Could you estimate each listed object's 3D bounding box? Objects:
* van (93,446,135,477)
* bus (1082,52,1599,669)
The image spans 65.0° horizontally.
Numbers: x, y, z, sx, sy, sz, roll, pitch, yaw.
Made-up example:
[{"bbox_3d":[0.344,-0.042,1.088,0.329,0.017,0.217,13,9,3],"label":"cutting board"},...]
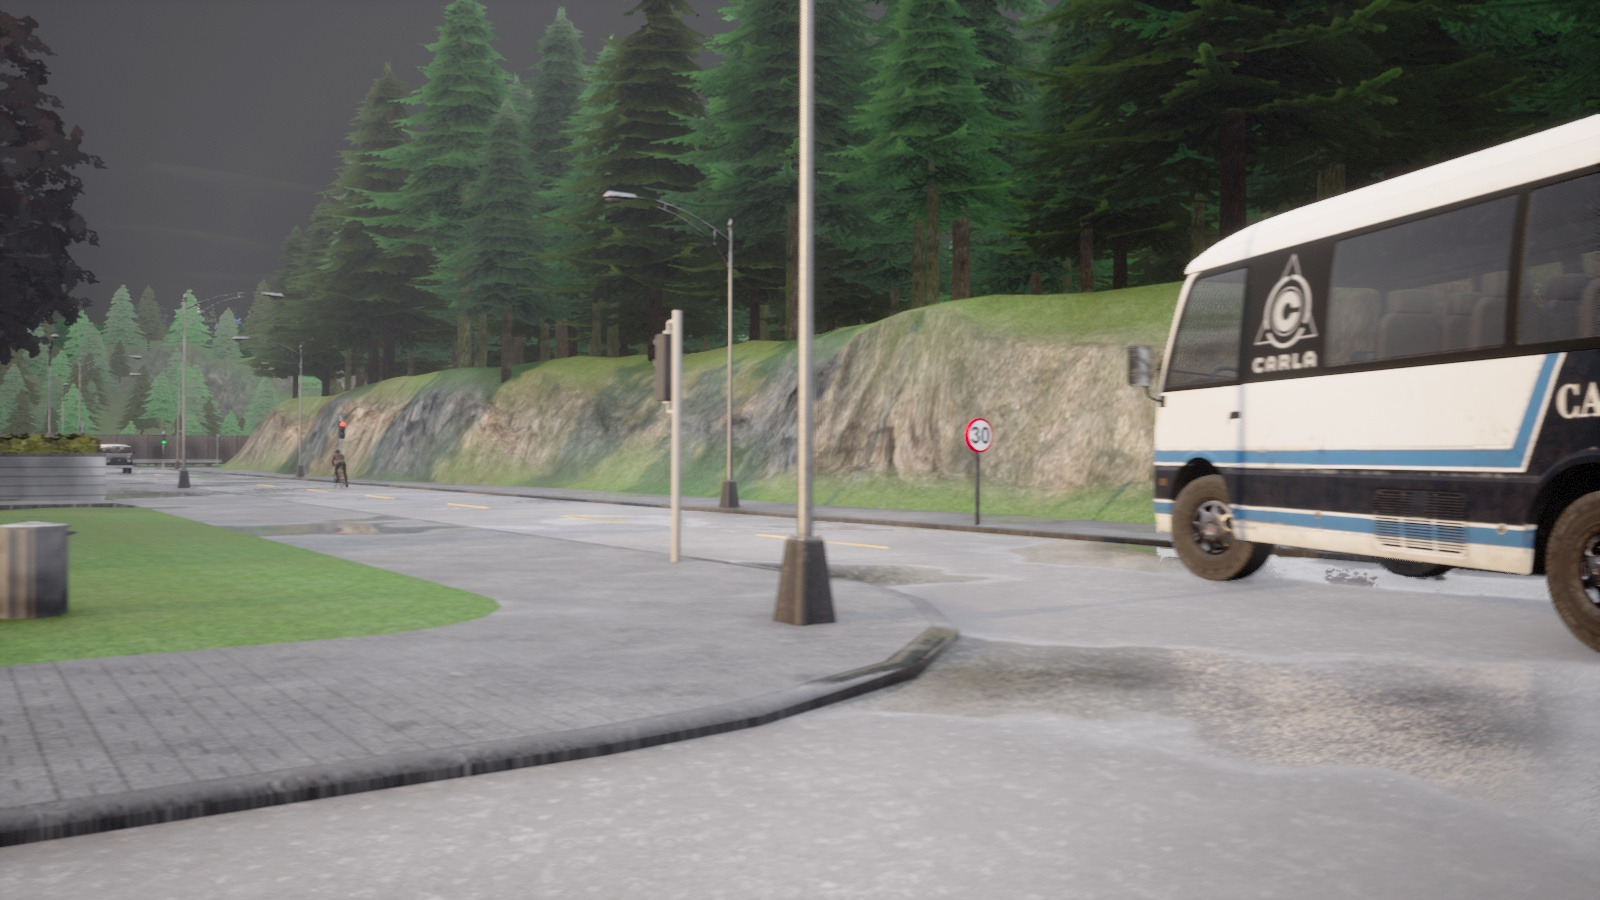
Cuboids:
[{"bbox_3d":[-46.600,0.790,85.256,2.069,2.038,4.480,0,0,-35],"label":"van"},{"bbox_3d":[6.779,-0.599,12.158,3.944,4.253,10.273,0,0,-12],"label":"bus"}]
